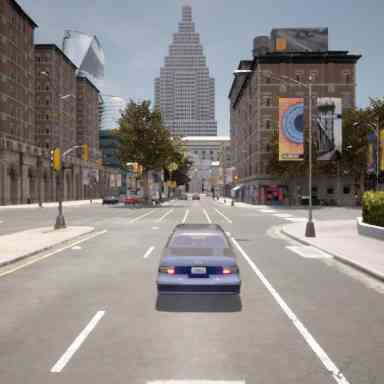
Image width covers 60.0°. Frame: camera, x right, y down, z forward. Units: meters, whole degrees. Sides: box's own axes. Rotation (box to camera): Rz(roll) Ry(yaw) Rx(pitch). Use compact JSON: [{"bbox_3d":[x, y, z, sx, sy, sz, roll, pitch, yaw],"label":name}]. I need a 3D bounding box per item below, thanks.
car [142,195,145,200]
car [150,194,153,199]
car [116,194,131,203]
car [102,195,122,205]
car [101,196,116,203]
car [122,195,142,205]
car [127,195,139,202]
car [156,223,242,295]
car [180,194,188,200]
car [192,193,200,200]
[{"bbox_3d":[-10.640,1.499,69.600,1.837,1.490,4.892,0,0,1],"label":"car"},{"bbox_3d":[-10.514,1.353,79.588,2.097,1.767,4.553,0,0,1],"label":"car"},{"bbox_3d":[-14.151,1.354,68.729,2.097,1.767,4.553,0,0,1],"label":"car"},{"bbox_3d":[-14.351,1.599,58.622,1.895,1.301,4.718,0,0,1],"label":"car"},{"bbox_3d":[-17.387,1.593,69.776,1.895,1.301,4.718,0,0,1],"label":"car"},{"bbox_3d":[-10.832,1.476,59.804,1.882,1.535,5.008,0,0,1],"label":"car"},{"bbox_3d":[-14.023,1.476,78.828,1.882,1.535,5.008,0,0,1],"label":"car"},{"bbox_3d":[0.171,1.547,8.882,2.033,1.411,5.357,0,0,1],"label":"car"},{"bbox_3d":[-2.386,1.538,89.603,2.033,1.411,5.357,0,0,1],"label":"car"},{"bbox_3d":[1.118,1.348,89.961,2.097,1.767,4.553,0,0,1],"label":"car"}]
